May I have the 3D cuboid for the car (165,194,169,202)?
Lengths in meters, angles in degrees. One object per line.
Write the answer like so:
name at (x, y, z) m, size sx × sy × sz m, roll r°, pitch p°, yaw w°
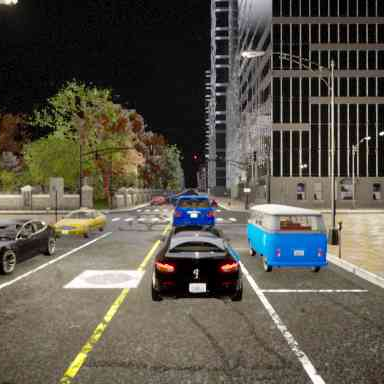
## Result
car at (-5.721, 1.521, 59.926) m, size 2.008 × 1.369 × 4.403 m, roll 0°, pitch 0°, yaw 0°

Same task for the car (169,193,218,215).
car at (0.091, 1.214, 18.518) m, size 2.150 × 2.045 × 5.566 m, roll 0°, pitch 0°, yaw 0°

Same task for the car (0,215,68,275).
car at (-5.775, 1.562, 10.438) m, size 1.947 × 1.339 × 4.313 m, roll 0°, pitch 0°, yaw 0°

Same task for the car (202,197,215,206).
car at (2.663, 1.539, 54.250) m, size 1.947 × 1.339 × 4.313 m, roll 0°, pitch 0°, yaw 0°

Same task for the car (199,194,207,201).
car at (2.649, 1.389, 82.655) m, size 1.967 × 1.590 × 4.097 m, roll 0°, pitch 0°, yaw 0°

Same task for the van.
van at (2.769, 1.338, 10.444) m, size 1.690 × 1.788 × 3.998 m, roll 0°, pitch 0°, yaw 0°

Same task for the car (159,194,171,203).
car at (-5.726, 1.277, 71.292) m, size 2.192 × 1.841 × 5.009 m, roll 0°, pitch 0°, yaw 0°

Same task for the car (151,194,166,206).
car at (-5.717, 1.518, 54.243) m, size 1.887 × 1.381 × 4.507 m, roll 0°, pitch 0°, yaw 0°

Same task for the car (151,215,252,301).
car at (0.098, 1.523, 8.168) m, size 1.812 × 1.442 × 4.674 m, roll 0°, pitch 0°, yaw 0°

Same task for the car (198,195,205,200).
car at (2.643, 1.453, 94.191) m, size 1.752 × 1.417 × 4.829 m, roll 0°, pitch 0°, yaw 0°

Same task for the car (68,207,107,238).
car at (-5.827, 1.518, 17.672) m, size 1.752 × 1.417 × 4.829 m, roll 0°, pitch 0°, yaw 0°

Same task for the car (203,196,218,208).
car at (2.667, 1.416, 48.569) m, size 1.967 × 1.590 × 4.097 m, roll 0°, pitch 0°, yaw 0°

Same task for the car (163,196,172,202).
car at (-5.730, 1.538, 76.974) m, size 1.802 × 1.307 × 4.206 m, roll 0°, pitch 0°, yaw 0°

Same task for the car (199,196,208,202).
car at (2.652, 1.522, 76.974) m, size 1.947 × 1.339 × 4.313 m, roll 0°, pitch 0°, yaw 0°
